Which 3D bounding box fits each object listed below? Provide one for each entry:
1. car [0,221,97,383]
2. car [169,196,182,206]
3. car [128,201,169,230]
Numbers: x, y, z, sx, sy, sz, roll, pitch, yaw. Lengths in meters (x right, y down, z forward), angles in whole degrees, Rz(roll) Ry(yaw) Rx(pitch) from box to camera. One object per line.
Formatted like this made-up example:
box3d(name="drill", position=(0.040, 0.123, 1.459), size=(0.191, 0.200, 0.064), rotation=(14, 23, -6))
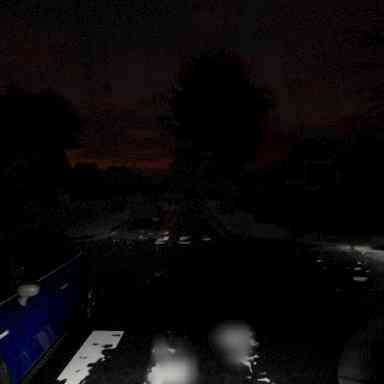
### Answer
box3d(name="car", position=(-2.748, 1.353, 4.037), size=(2.097, 1.767, 4.553), rotation=(0, 0, 0))
box3d(name="car", position=(-2.603, 1.385, 52.088), size=(2.128, 1.511, 4.902), rotation=(0, 0, 3))
box3d(name="car", position=(-2.742, 1.479, 20.999), size=(1.882, 1.535, 5.008), rotation=(0, 0, 0))
